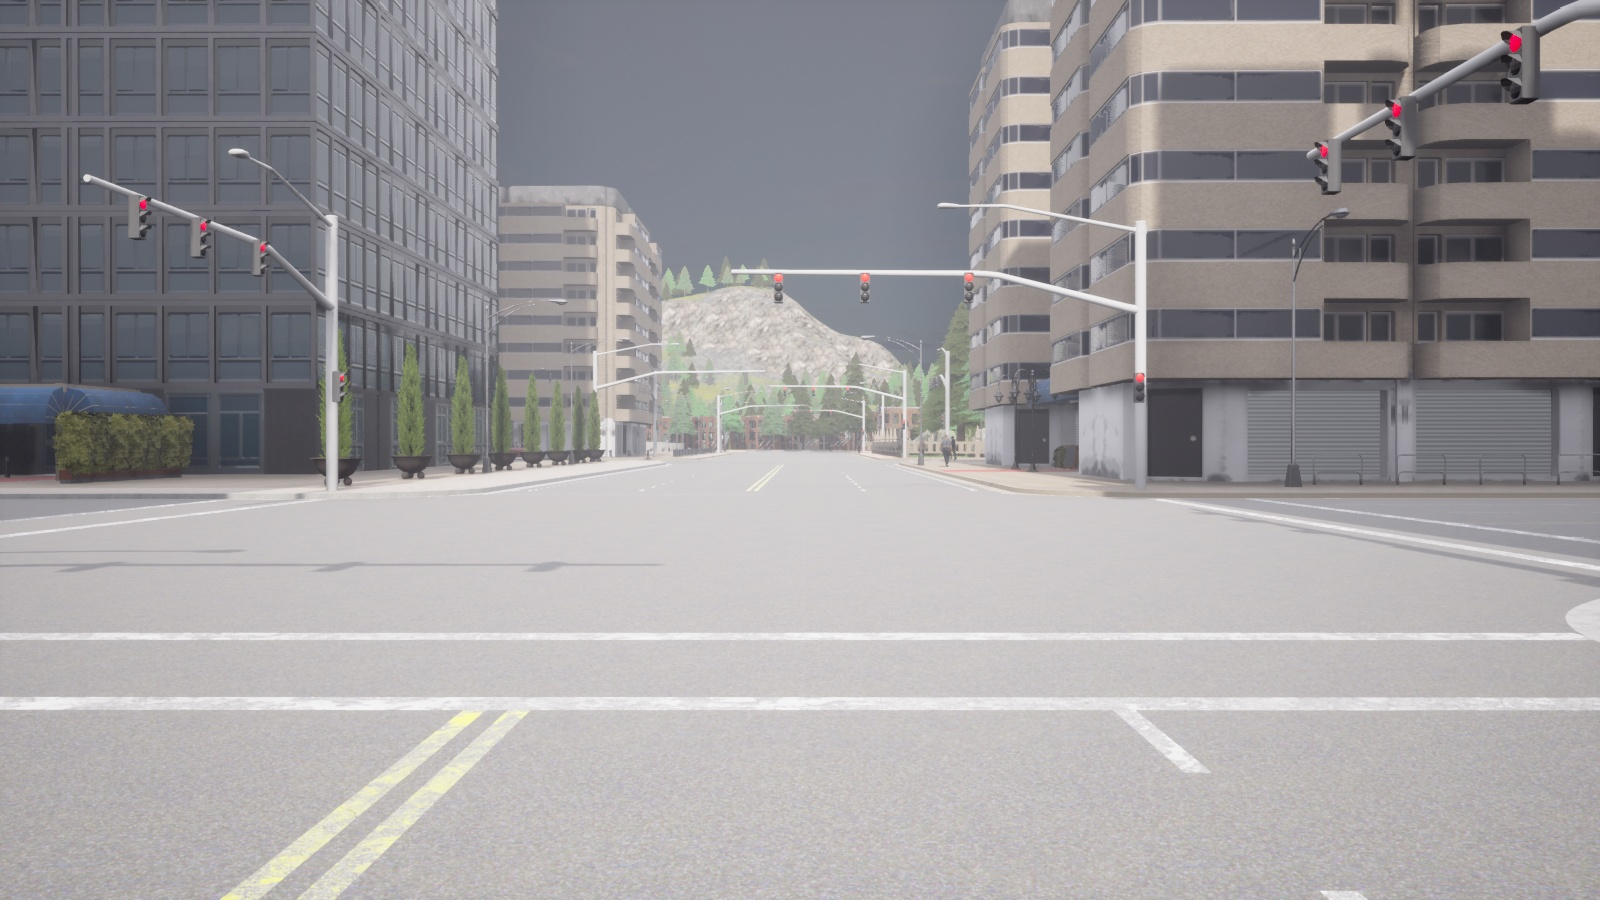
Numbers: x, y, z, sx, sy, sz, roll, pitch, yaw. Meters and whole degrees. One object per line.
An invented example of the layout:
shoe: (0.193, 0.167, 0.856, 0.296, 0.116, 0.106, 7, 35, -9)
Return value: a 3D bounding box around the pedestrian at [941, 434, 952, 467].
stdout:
pedestrian: (8.111, 0.017, 69.491, 0.540, 1.848, 0.694, 0, 0, 1)
